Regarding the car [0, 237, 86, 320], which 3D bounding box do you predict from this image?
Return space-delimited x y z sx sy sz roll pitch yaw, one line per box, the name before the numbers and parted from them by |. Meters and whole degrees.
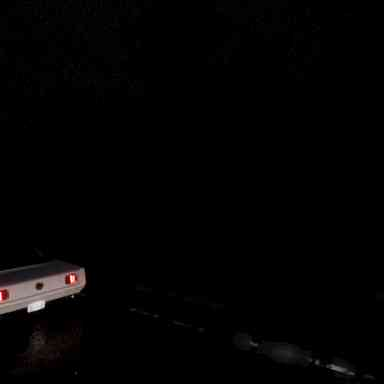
car | -4.380 1.600 6.803 4.718 1.301 1.895 0 0 36
